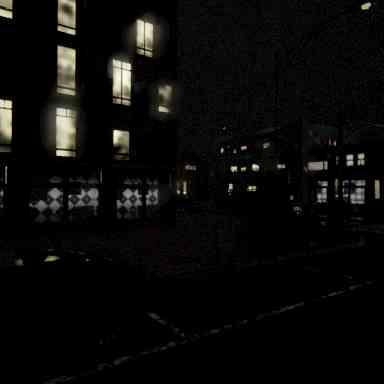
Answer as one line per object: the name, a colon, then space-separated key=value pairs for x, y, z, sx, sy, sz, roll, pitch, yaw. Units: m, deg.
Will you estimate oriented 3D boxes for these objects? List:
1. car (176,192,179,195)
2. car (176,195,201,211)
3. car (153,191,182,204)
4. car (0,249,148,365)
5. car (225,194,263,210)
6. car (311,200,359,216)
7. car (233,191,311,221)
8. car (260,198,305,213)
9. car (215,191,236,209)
car: x=-0.614 y=1.101 z=47.633 sx=2.008 sy=1.369 sz=4.403 roll=1 pitch=0 yaw=-36
car: x=-0.783 y=1.230 z=33.732 sx=1.802 sy=1.307 sz=4.206 roll=1 pitch=0 yaw=-36
car: x=-3.898 y=0.793 z=52.097 sx=2.192 sy=1.841 sz=5.009 roll=1 pitch=0 yaw=-36
car: x=-2.695 y=1.566 z=4.633 sx=4.313 sy=1.339 sz=1.947 roll=0 pitch=0 yaw=-36
car: x=5.966 y=1.130 z=38.703 sx=1.967 sy=1.590 sz=4.097 roll=1 pitch=0 yaw=-36
car: x=12.543 y=1.371 z=29.771 sx=1.887 sy=1.381 sz=4.507 roll=1 pitch=0 yaw=-36
car: x=5.802 y=1.101 z=24.801 sx=2.192 sy=1.841 sz=5.009 roll=1 pitch=0 yaw=-36
car: x=9.254 y=1.340 z=34.236 sx=1.802 sy=1.307 sz=4.206 roll=1 pitch=0 yaw=-36
car: x=4.876 y=0.919 z=35.780 sx=2.150 sy=2.045 sz=5.566 roll=0 pitch=0 yaw=-36
